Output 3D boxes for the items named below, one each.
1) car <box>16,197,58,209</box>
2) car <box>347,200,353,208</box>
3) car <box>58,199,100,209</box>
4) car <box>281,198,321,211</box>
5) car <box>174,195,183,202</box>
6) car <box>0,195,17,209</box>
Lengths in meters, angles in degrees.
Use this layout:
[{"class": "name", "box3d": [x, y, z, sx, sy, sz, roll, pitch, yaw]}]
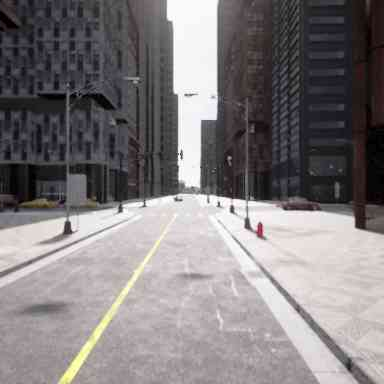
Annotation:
[{"class": "car", "box3d": [-20.614, 1.547, 45.060, 4.829, 1.417, 1.752, 0, 0, 0]}, {"class": "car", "box3d": [23.150, 1.349, 44.791, 4.097, 1.590, 1.967, 0, 0, 0]}, {"class": "car", "box3d": [-15.013, 1.531, 45.026, 4.829, 1.417, 1.752, 0, 0, 0]}, {"class": "car", "box3d": [11.898, 1.355, 36.335, 4.097, 1.590, 1.967, 0, 0, 0]}, {"class": "car", "box3d": [-2.993, 1.480, 74.247, 2.033, 1.411, 5.357, 0, 0, 0]}, {"class": "car", "box3d": [-26.046, 1.351, 45.094, 5.009, 1.841, 2.192, 0, 0, 0]}]
